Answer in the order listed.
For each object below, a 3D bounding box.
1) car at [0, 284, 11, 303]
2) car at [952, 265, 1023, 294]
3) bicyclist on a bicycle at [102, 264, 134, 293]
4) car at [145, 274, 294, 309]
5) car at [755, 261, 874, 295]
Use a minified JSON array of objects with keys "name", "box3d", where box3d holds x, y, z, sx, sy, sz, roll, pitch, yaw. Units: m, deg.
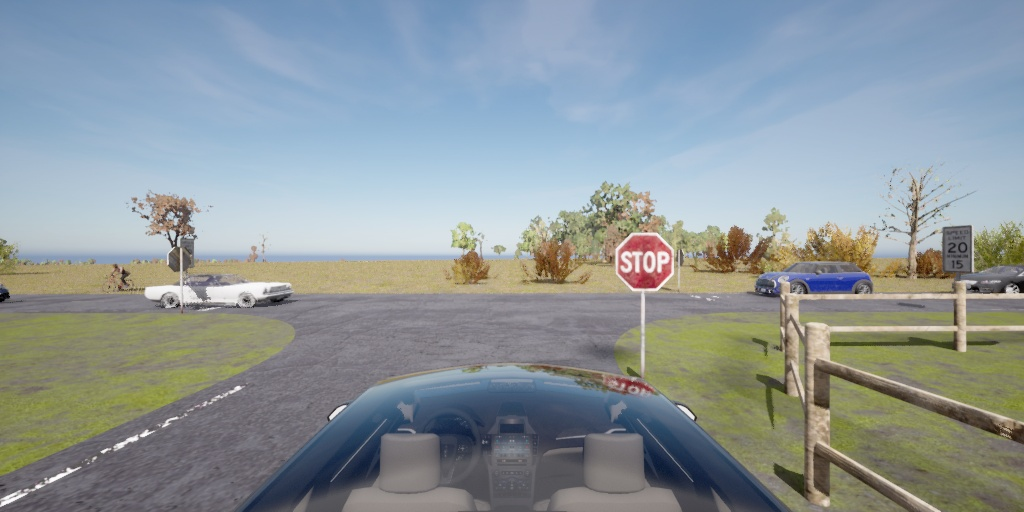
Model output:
[{"name":"car","box3d":[-23.457,1.375,14.570,4.181,1.385,1.994,0,0,0]},{"name":"car","box3d":[24.275,1.180,17.221,4.902,1.511,2.128,0,0,0]},{"name":"bicyclist on a bicycle","box3d":[-22.541,1.260,20.536,0.582,1.620,1.656,0,0,0]},{"name":"car","box3d":[-11.606,1.379,14.495,4.718,1.301,1.895,0,0,0]},{"name":"car","box3d":[14.369,1.061,17.283,4.553,1.767,2.097,0,0,0]}]
